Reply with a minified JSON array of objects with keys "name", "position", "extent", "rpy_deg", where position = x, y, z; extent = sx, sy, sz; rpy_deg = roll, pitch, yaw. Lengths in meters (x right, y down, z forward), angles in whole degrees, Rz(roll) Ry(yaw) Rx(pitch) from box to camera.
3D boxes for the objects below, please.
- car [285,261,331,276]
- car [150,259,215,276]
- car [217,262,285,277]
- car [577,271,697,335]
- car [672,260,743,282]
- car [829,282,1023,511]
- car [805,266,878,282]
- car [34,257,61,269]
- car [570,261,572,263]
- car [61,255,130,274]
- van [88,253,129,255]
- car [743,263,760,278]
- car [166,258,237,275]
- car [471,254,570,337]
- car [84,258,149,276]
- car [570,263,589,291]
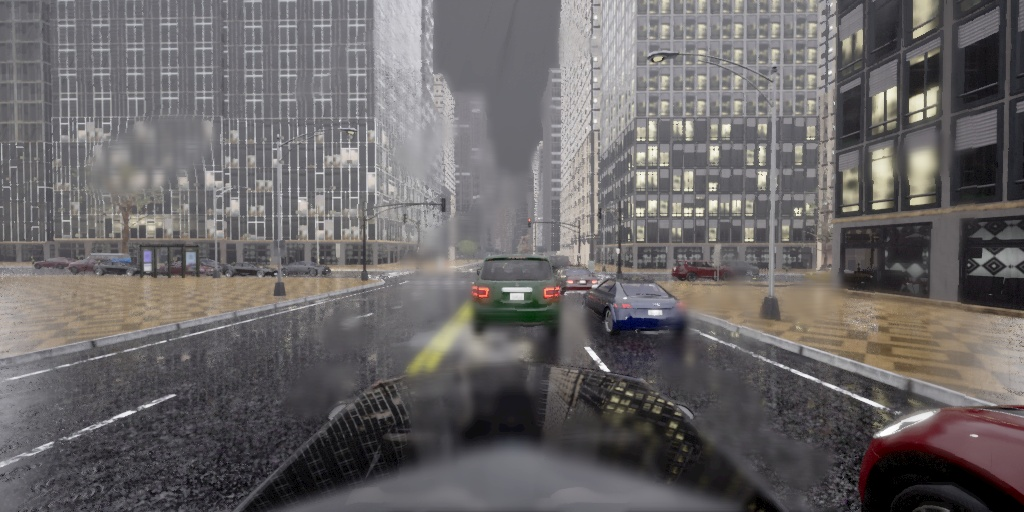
[{"name":"car","position":[-19.401,1.156,33.771],"extent":[4.181,1.385,1.994],"rpy_deg":[1,1,1]},{"name":"car","position":[-28.357,1.137,31.282],"extent":[4.207,1.307,1.802],"rpy_deg":[0,0,1]},{"name":"car","position":[-22.673,1.172,31.137],"extent":[4.313,1.339,1.948],"rpy_deg":[0,0,1]},{"name":"car","position":[3.374,1.309,10.498],"extent":[1.994,1.385,4.181],"rpy_deg":[0,0,-1]},{"name":"car","position":[16.251,1.268,30.533],"extent":[5.009,1.841,2.192],"rpy_deg":[0,0,1]},{"name":"car","position":[3.344,1.103,0.454],"extent":[2.097,1.767,4.553],"rpy_deg":[0,0,0]},{"name":"car","position":[27.698,1.577,30.313],"extent":[4.829,1.417,1.751],"rpy_deg":[0,0,1]},{"name":"car","position":[-50.893,0.791,40.275],"extent":[4.207,1.307,1.802],"rpy_deg":[0,0,1]},{"name":"car","position":[3.387,0.969,36.540],"extent":[5.566,2.045,2.150],"rpy_deg":[1,1,1]},{"name":"car","position":[-39.442,0.936,34.224],"extent":[4.674,1.442,1.812],"rpy_deg":[1,1,2]},{"name":"van","position":[-45.211,0.603,40.149],"extent":[3.998,1.789,1.690],"rpy_deg":[0,0,1]},{"name":"car","position":[22.200,1.418,36.197],"extent":[4.892,1.490,1.837],"rpy_deg":[1,1,1]},{"name":"car","position":[-29.370,0.993,33.993],"extent":[4.902,1.511,2.128],"rpy_deg":[1,1,1]},{"name":"car","position":[0.117,0.967,10.405],"extent":[2.150,2.045,5.566],"rpy_deg":[0,0,0]},{"name":"car","position":[-34.037,1.068,31.466],"extent":[4.313,1.339,1.948],"rpy_deg":[0,0,1]},{"name":"car","position":[3.388,1.287,19.740],"extent":[2.033,1.411,5.357],"rpy_deg":[0,0,0]}]
